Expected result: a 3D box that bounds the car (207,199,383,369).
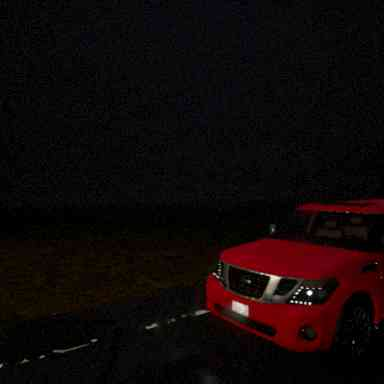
[{"bbox_3d":[2.890,1.182,6.051,5.566,2.045,2.150,-1,0,-35],"label":"car"}]
